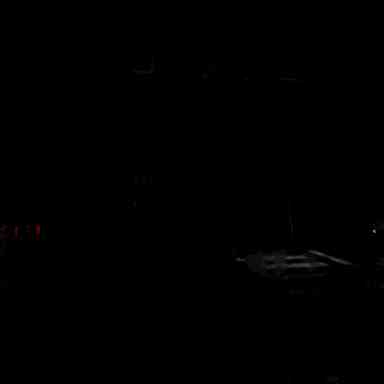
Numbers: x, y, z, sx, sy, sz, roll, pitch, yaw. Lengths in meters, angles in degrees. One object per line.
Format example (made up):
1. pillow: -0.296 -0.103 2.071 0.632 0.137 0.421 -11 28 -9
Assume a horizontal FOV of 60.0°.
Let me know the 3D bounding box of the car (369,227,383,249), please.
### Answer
1. car: 9.066 1.540 12.129 4.718 1.301 1.895 0 0 -10
